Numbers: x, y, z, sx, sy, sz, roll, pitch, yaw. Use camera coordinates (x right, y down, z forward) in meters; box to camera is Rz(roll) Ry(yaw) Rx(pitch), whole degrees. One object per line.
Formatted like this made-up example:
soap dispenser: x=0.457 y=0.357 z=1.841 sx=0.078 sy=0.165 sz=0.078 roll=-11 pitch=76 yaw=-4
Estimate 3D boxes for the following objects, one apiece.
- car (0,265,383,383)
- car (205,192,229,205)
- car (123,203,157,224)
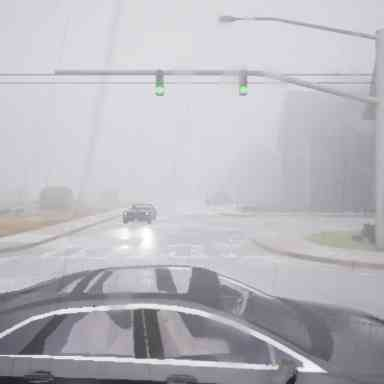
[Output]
car: x=-0.096 y=1.526 z=3.130 sx=4.902 sy=1.511 sz=2.128 roll=0 pitch=0 yaw=1
car: x=3.932 y=0.981 z=52.665 sx=1.905 sy=1.878 sz=3.866 roll=-8 pitch=4 yaw=-42
car: x=-3.685 y=1.518 z=24.048 sx=1.895 sy=1.301 sz=4.718 roll=0 pitch=0 yaw=0
